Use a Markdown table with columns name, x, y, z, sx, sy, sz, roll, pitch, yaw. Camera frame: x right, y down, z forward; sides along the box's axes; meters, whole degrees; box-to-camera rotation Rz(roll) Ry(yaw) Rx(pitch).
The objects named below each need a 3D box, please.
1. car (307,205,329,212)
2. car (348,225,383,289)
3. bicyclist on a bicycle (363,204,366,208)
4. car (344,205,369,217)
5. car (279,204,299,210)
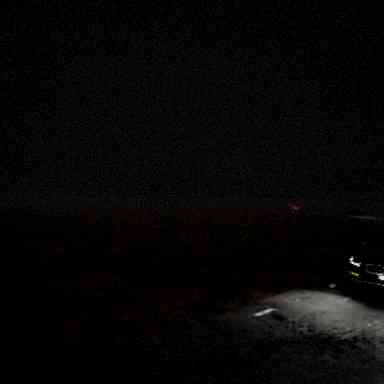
| name | x | y | z | sx | sy | sz | roll | pitch | yaw |
| --- | --- | --- | --- | --- | --- | --- | --- | --- | --- |
| car | 25.078 | 3.277 | 66.323 | 1.895 | 1.301 | 4.718 | 3 | -2 | -16 |
| car | 5.793 | 1.629 | 8.905 | 1.837 | 1.490 | 4.892 | 1 | 0 | 44 |
| bicyclist on a bicycle | 27.370 | 2.795 | 53.134 | 0.659 | 1.776 | 1.843 | 2 | -1 | -1 |
| car | 23.251 | 2.609 | 47.117 | 1.882 | 1.535 | 5.008 | 2 | -1 | 5 |
| car | 22.122 | 3.446 | 76.065 | 1.895 | 1.301 | 4.718 | 3 | -2 | -25 |
